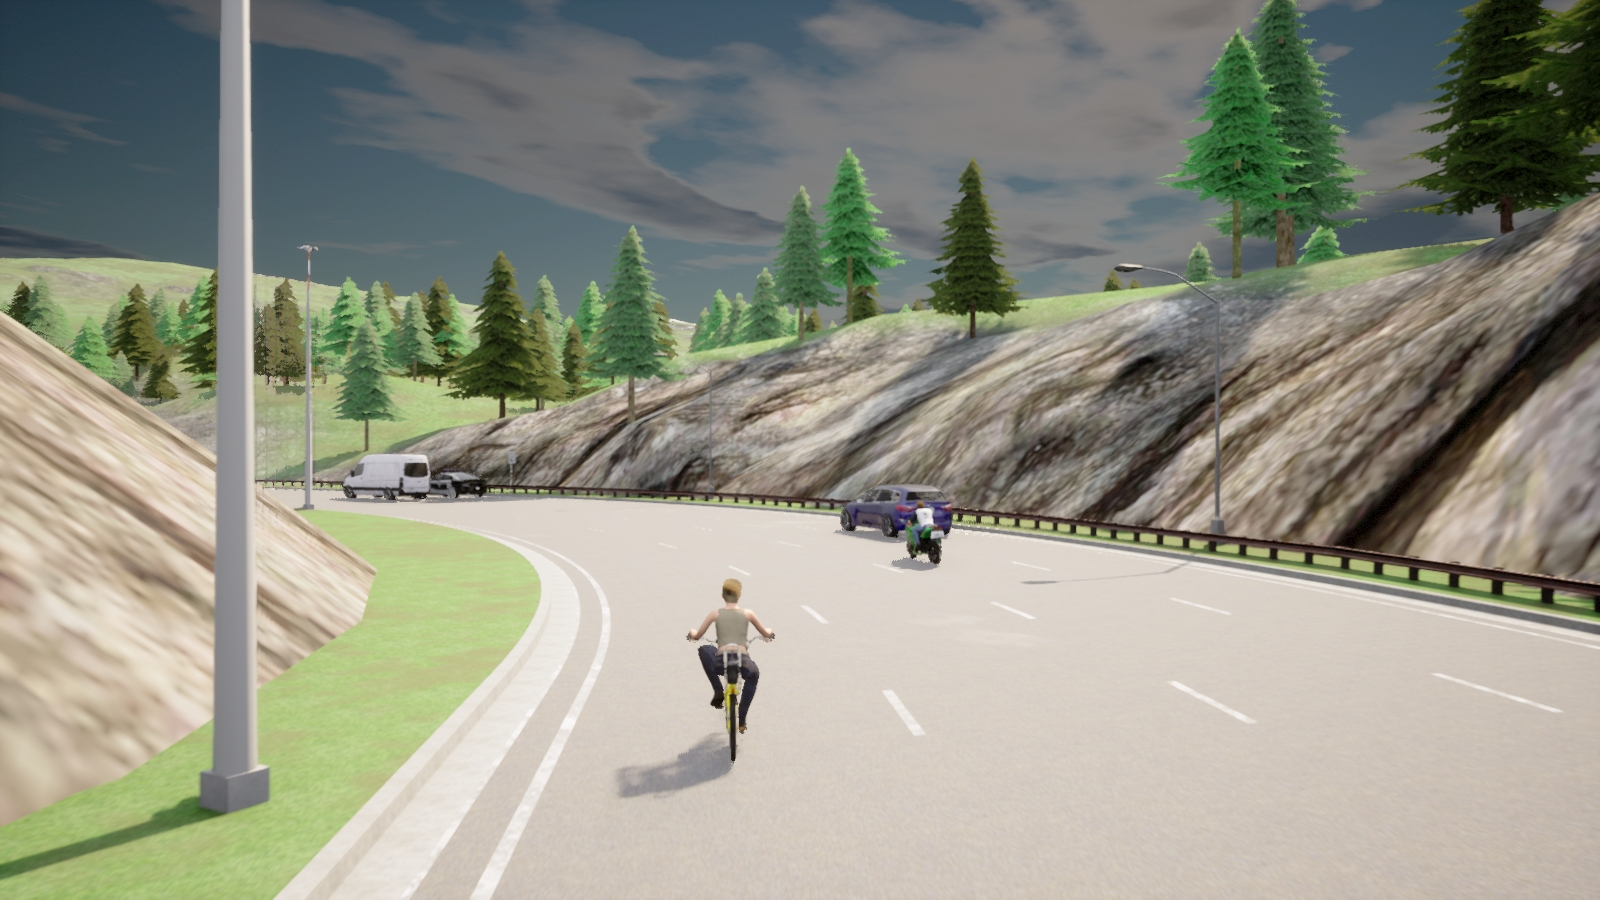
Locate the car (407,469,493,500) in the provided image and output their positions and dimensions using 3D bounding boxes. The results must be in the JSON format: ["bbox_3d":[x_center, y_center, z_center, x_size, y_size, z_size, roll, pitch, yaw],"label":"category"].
[{"bbox_3d":[-20.411,1.982,66.524,5.238,1.638,2.097,0,0,37],"label":"car"}]

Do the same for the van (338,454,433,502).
[{"bbox_3d":[-23.524,1.535,64.723,5.915,2.561,1.988,0,0,35],"label":"van"}]

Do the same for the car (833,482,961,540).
[{"bbox_3d":[3.141,1.967,37.986,2.242,1.667,4.611,0,0,-25],"label":"car"}]

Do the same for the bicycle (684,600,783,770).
[{"bbox_3d":[-0.641,2.158,10.751,0.859,1.276,1.487,0,0,-5],"label":"bicycle"}]

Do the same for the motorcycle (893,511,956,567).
[{"bbox_3d":[3.077,2.185,28.443,0.803,1.199,2.033,-2,0,-16],"label":"motorcycle"}]
